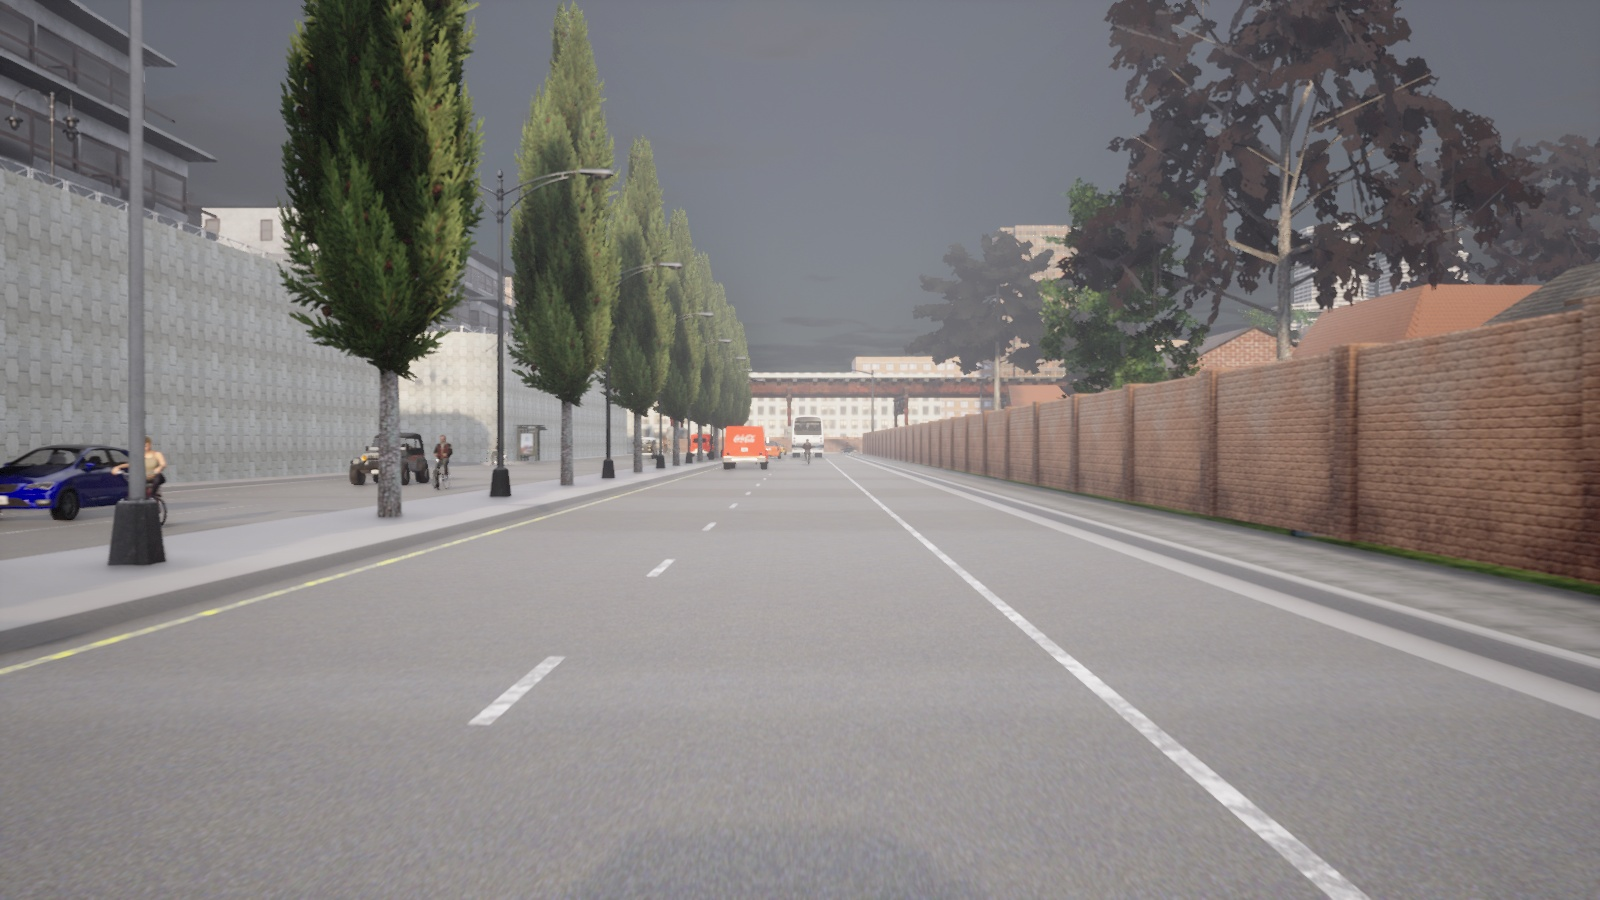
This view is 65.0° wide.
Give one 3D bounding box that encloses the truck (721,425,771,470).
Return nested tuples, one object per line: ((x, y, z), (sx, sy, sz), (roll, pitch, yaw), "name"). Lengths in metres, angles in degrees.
((-3.073, -0.151, 72.467), (2.627, 2.467, 5.204), (0, 0, 0), "truck")

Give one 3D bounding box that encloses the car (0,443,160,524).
((-14.842, 0.606, 25.222), (1.816, 1.474, 4.193), (0, 0, 0), "car")

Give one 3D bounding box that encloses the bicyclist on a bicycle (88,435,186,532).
((-11.357, 0.552, 21.560), (0.866, 1.612, 1.509), (0, 0, 1), "bicyclist on a bicycle")

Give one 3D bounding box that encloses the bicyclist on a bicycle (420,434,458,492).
((-11.262, 0.387, 39.254), (0.659, 1.776, 1.843), (0, 0, 0), "bicyclist on a bicycle")

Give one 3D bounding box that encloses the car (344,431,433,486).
((-14.728, 0.276, 45.153), (1.905, 1.878, 3.866), (0, 0, 0), "car")
